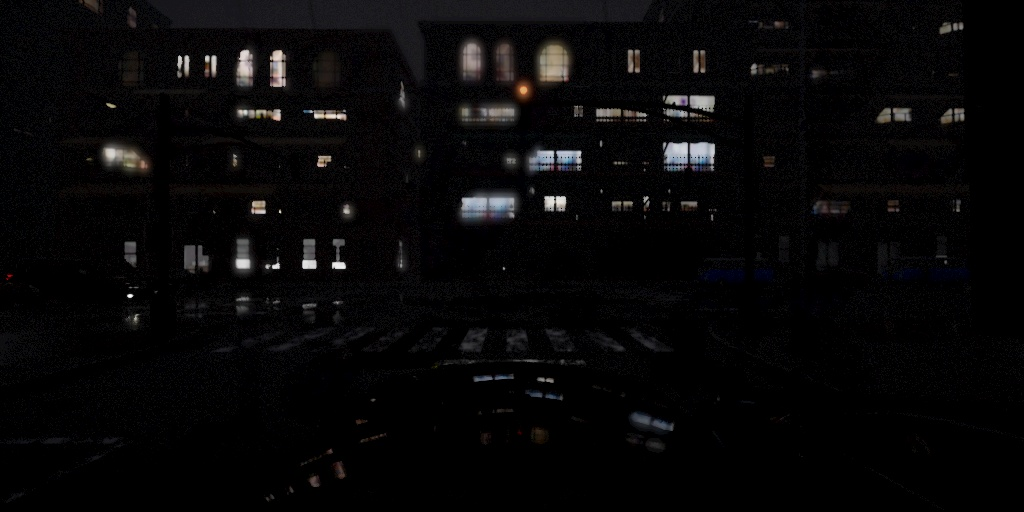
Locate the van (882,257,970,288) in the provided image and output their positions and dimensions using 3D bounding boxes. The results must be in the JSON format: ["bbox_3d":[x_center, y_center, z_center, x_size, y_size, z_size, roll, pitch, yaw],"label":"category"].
[{"bbox_3d":[24.315,0.942,21.183,3.998,1.789,1.690,0,0,0],"label":"van"}]

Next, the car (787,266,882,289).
[{"bbox_3d":[18.675,1.218,21.137,4.207,1.307,1.802,0,0,0],"label":"car"}]

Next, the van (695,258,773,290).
[{"bbox_3d":[13.035,1.012,21.091,3.998,1.789,1.690,0,0,0],"label":"van"}]

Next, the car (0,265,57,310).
[{"bbox_3d":[-19.684,1.245,12.815,4.097,1.591,1.967,0,0,0],"label":"car"}]

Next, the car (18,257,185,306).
[{"bbox_3d":[-18.100,1.129,15.531,5.566,2.045,2.150,2,-1,0],"label":"car"}]

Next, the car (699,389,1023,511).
[{"bbox_3d":[2.568,1.316,1.491,1.948,1.339,4.313,0,0,0],"label":"car"}]

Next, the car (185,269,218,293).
[{"bbox_3d":[-19.750,1.431,20.954,4.403,1.370,2.007,0,0,0],"label":"car"}]
